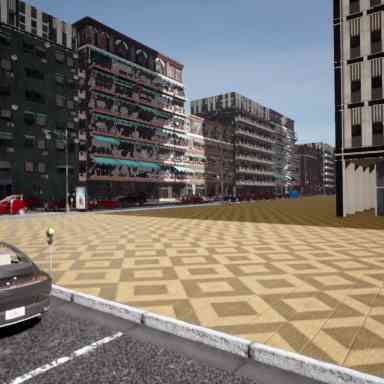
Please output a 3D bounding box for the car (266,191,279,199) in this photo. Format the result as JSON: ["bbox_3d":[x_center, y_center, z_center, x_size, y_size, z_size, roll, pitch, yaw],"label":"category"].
[{"bbox_3d":[16.436,0.740,72.649,2.192,1.841,5.009,-1,0,36],"label":"car"}]

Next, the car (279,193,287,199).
[{"bbox_3d":[19.691,0.938,77.119,2.008,1.369,4.403,-1,0,36],"label":"car"}]

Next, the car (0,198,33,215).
[{"bbox_3d":[-16.083,1.413,27.955,1.802,1.307,4.206,-1,0,36],"label":"car"}]

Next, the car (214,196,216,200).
[{"bbox_3d":[6.410,1.029,73.111,1.967,1.590,4.097,-1,0,36],"label":"car"}]

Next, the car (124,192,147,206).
[{"bbox_3d":[-8.936,0.985,47.628,2.150,2.045,5.566,-1,0,36],"label":"car"}]

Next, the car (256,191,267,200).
[{"bbox_3d":[13.187,1.046,68.180,1.802,1.307,4.206,-1,0,36],"label":"car"}]

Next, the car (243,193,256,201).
[{"bbox_3d":[9.934,1.048,63.711,1.887,1.381,4.507,-1,0,36],"label":"car"}]

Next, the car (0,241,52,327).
[{"bbox_3d":[-4.372,1.553,6.184,4.403,1.369,2.008,0,-1,36],"label":"car"}]

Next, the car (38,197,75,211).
[{"bbox_3d":[-15.082,1.368,39.183,1.812,1.442,4.674,-1,0,36],"label":"car"}]

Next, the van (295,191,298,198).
[{"bbox_3d":[26.193,0.654,86.058,1.690,1.788,3.998,-1,0,36],"label":"van"}]

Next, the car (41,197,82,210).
[{"bbox_3d":[-16.354,1.415,41.826,1.887,1.381,4.507,-1,0,36],"label":"car"}]

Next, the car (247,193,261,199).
[{"bbox_3d":[16.169,1.040,86.520,1.947,1.339,4.313,-1,0,36],"label":"car"}]

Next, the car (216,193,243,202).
[{"bbox_3d":[6.682,1.093,59.241,2.008,1.369,4.403,-1,0,36],"label":"car"}]

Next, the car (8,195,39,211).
[{"bbox_3d":[-19.609,1.228,37.356,2.192,1.841,5.009,-1,0,36],"label":"car"}]

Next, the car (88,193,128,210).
[{"bbox_3d":[-9.580,1.186,36.894,1.967,1.590,4.097,-1,0,36],"label":"car"}]

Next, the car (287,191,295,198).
[{"bbox_3d":[22.944,0.932,81.589,1.802,1.307,4.206,-1,0,36],"label":"car"}]

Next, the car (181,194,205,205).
[{"bbox_3d":[0.176,1.062,50.302,1.967,1.590,4.097,-1,0,36],"label":"car"}]
